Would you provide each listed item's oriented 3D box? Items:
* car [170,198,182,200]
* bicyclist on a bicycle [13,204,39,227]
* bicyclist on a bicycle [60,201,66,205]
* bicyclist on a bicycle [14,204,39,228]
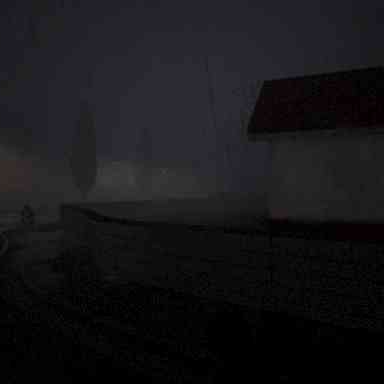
[{"bbox_3d":[-2.598,1.853,57.775,2.097,1.767,4.553,0,-1,21],"label":"car"},{"bbox_3d":[-12.236,1.697,24.569,0.582,1.620,1.656,0,-1,26],"label":"bicyclist on a bicycle"},{"bbox_3d":[-9.773,1.545,25.242,0.582,1.620,1.656,0,-1,-8],"label":"bicyclist on a bicycle"},{"bbox_3d":[-11.577,1.684,23.275,1.656,1.620,0.582,0,0,-18],"label":"bicyclist on a bicycle"}]
